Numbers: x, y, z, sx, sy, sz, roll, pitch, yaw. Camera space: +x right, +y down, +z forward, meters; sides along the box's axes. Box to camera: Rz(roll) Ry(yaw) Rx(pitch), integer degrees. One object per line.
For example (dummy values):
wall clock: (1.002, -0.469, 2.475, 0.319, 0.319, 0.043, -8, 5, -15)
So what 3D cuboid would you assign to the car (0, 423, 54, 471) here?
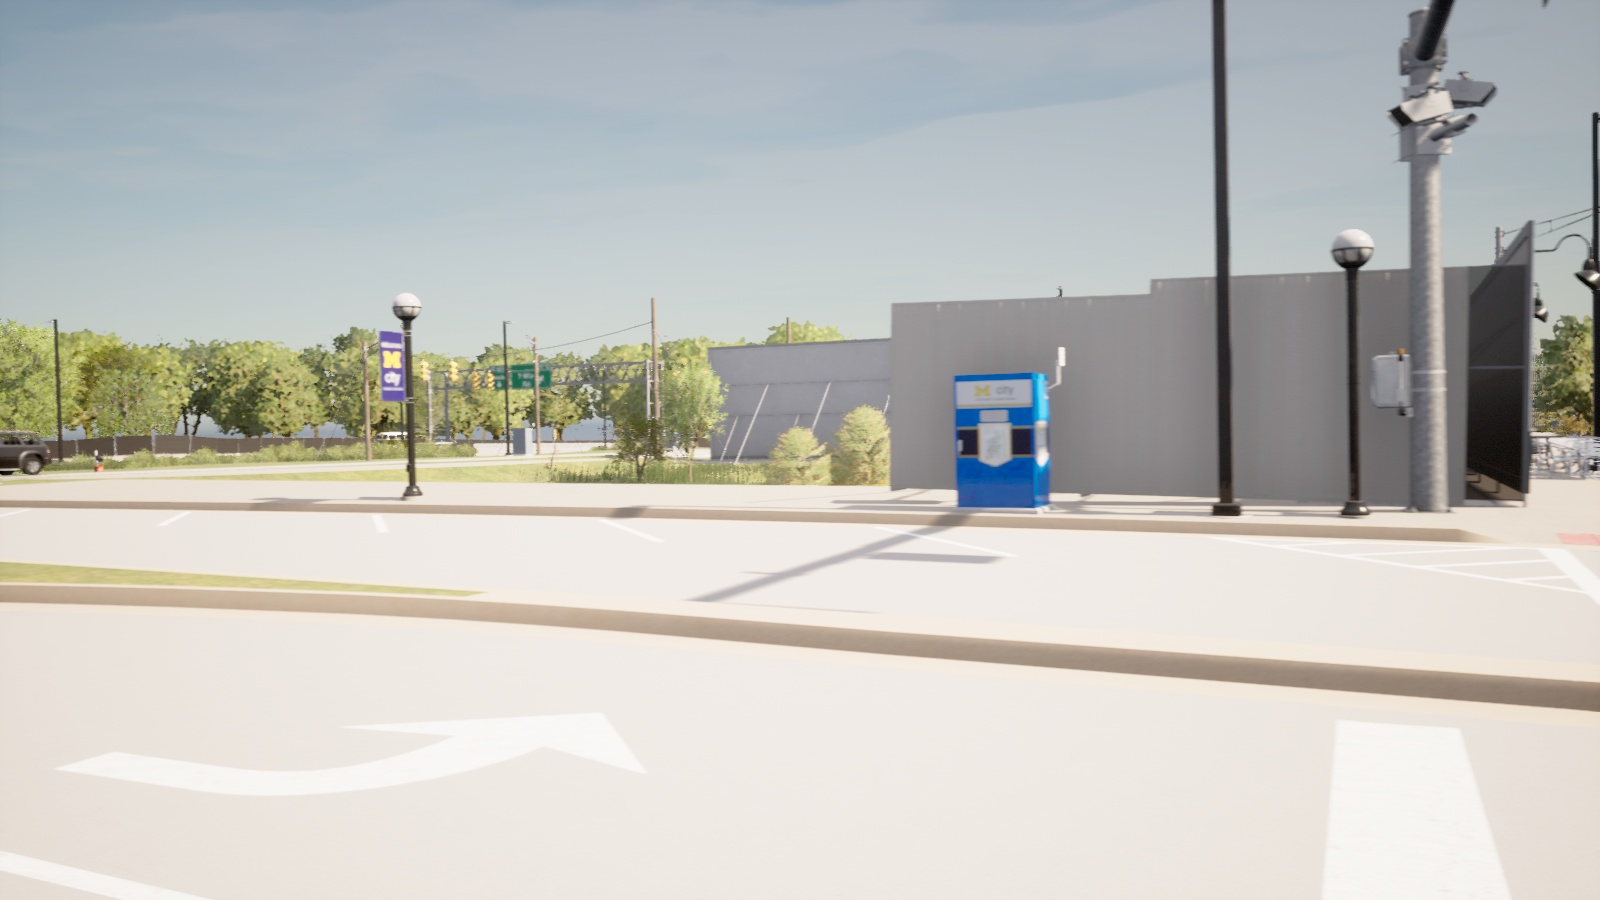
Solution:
car: (-31.984, -0.115, 49.021, 1.932, 1.855, 4.605, 0, 1, 25)
